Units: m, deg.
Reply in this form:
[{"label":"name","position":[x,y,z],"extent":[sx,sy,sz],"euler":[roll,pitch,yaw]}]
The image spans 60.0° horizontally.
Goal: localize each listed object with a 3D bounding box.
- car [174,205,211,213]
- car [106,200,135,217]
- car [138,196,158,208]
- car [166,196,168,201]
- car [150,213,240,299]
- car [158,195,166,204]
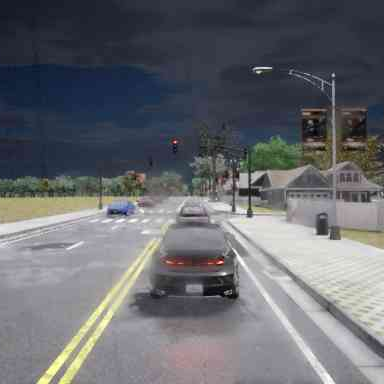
[{"label":"car","position":[0.045,1.501,18.746],"extent":[2.128,1.511,4.902],"euler":[0,0,-2]},{"label":"car","position":[-6.650,1.488,31.309],"extent":[1.882,1.535,5.008],"euler":[0,0,0]},{"label":"car","position":[-6.673,1.358,49.301],"extent":[2.097,1.767,4.553],"euler":[0,0,0]},{"label":"car","position":[-6.621,1.411,76.993],"extent":[1.994,1.385,4.181],"euler":[0,0,0]},{"label":"car","position":[0.070,1.510,8.476],"extent":[1.837,1.490,4.892],"euler":[0,0,1]},{"label":"car","position":[-6.652,1.567,63.861],"extent":[1.994,1.385,4.181],"euler":[0,0,0]}]
